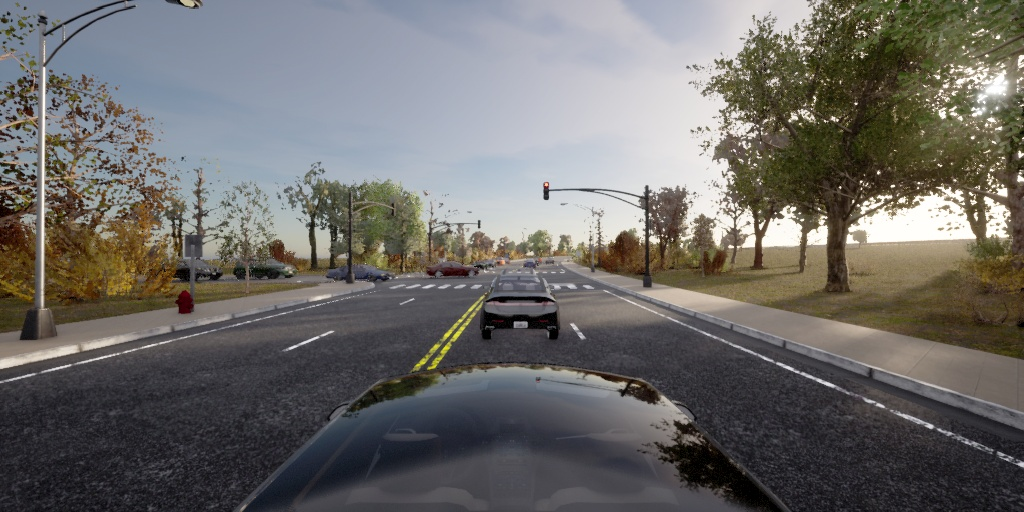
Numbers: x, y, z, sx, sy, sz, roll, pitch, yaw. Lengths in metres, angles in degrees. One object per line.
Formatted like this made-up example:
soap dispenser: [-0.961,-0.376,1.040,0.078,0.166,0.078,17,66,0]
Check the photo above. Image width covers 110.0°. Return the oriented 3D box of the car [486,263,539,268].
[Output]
car: [0.291,1.241,15.340,2.128,1.511,4.902,0,0,2]

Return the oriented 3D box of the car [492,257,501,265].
car: [-3.628,1.229,59.471,2.033,1.411,5.357,0,0,5]

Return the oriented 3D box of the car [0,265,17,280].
car: [-52.864,1.451,35.995,5.566,2.045,2.150,-1,-1,11]

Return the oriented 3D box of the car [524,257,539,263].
car: [2.924,1.205,57.593,1.812,1.442,4.674,0,0,5]

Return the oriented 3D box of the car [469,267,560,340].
car: [0.199,1.242,10.011,2.128,1.511,4.902,0,0,0]

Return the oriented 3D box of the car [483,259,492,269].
car: [-4.493,1.303,49.832,1.895,1.301,4.718,0,0,6]

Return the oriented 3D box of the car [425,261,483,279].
car: [-5.625,1.275,33.757,5.008,1.535,1.882,0,0,-22]

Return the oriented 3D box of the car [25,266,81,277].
car: [-49.628,1.774,38.690,5.357,1.411,2.033,-1,-1,11]

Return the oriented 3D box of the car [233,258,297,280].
car: [-23.373,1.181,33.946,5.566,2.045,2.150,-1,-1,10]

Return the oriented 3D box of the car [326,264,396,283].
car: [-12.038,1.349,28.497,5.357,1.411,2.033,-1,-1,14]

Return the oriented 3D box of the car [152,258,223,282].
car: [-28.548,1.202,31.568,5.566,2.045,2.150,-1,-1,10]
